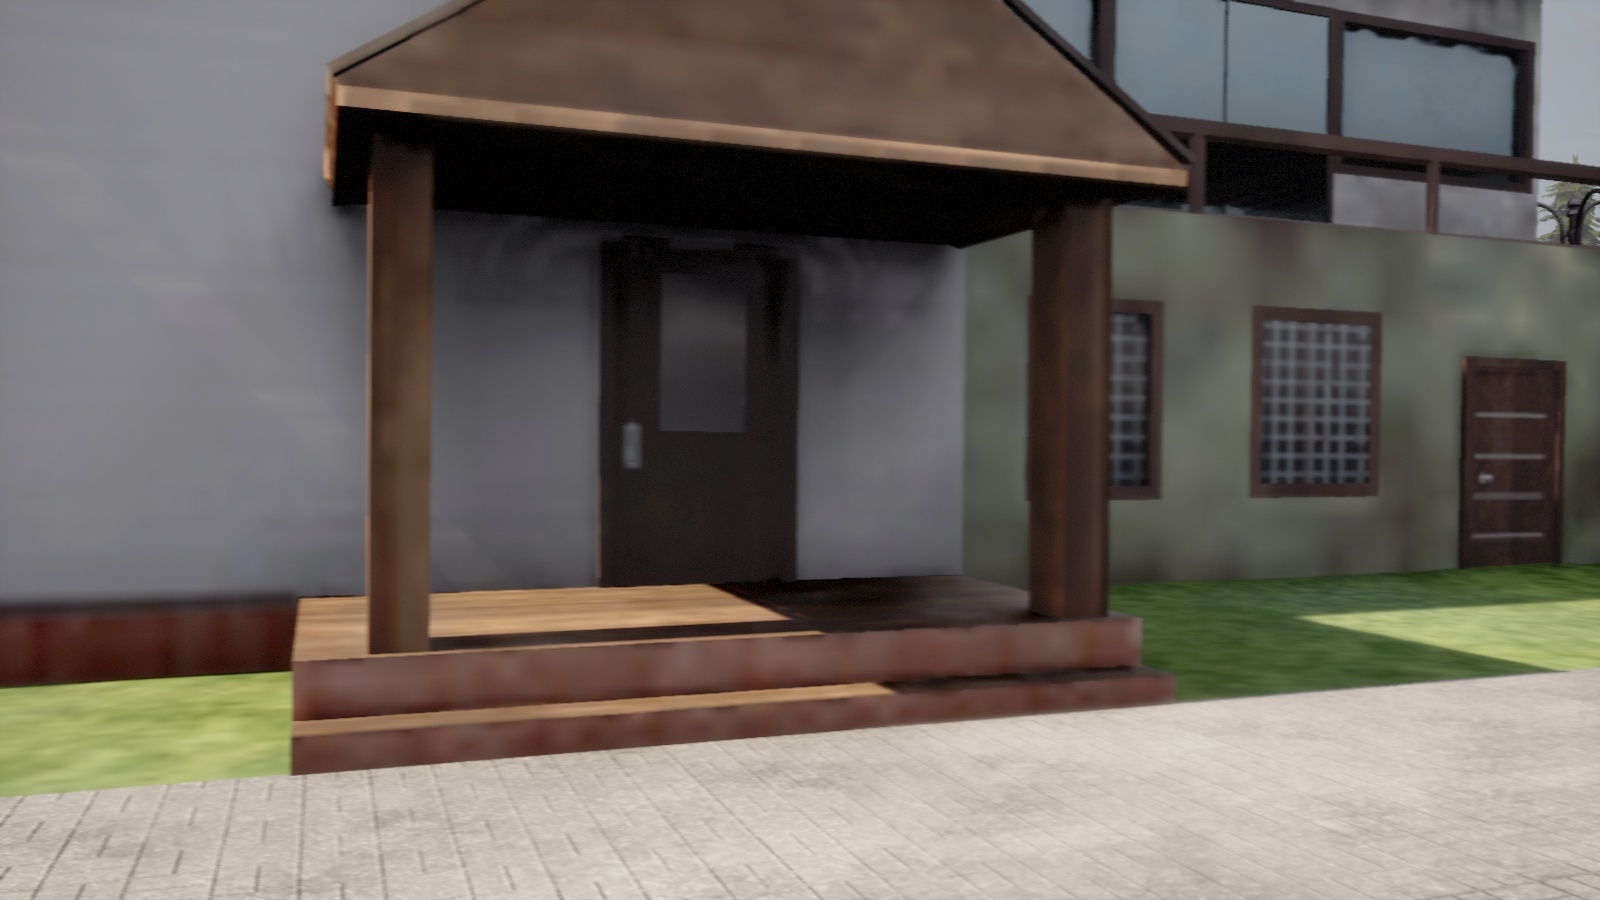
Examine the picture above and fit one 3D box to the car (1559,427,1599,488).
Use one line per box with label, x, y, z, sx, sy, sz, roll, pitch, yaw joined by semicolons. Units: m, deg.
car;20.035;0.176;27.850;2.033;1.411;5.357;-1;1;-21
